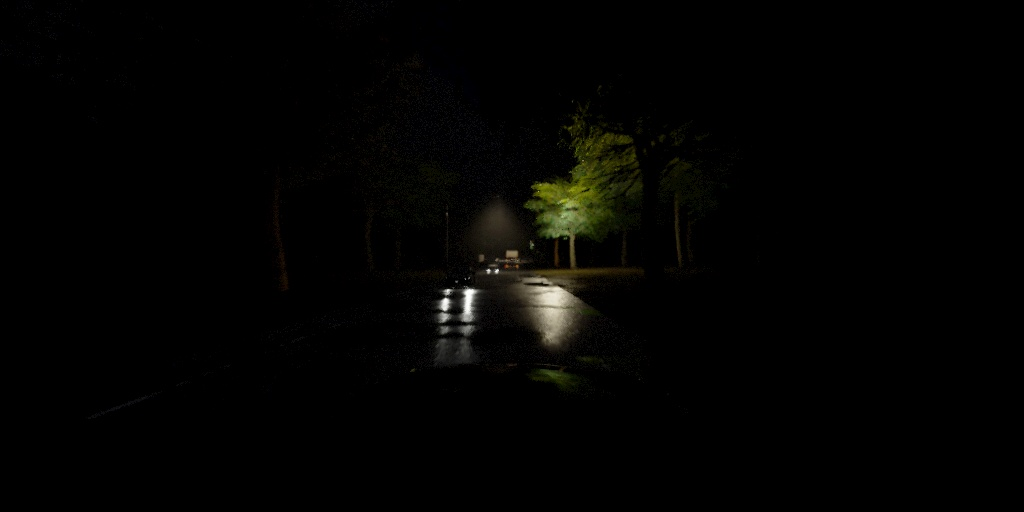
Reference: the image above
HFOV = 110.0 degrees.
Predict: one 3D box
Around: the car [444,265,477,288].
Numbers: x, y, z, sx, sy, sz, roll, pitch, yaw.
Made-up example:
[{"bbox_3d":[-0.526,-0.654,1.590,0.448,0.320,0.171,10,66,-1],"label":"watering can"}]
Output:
[{"bbox_3d":[-3.586,1.435,25.655,1.837,1.490,4.892,0,0,0],"label":"car"}]
